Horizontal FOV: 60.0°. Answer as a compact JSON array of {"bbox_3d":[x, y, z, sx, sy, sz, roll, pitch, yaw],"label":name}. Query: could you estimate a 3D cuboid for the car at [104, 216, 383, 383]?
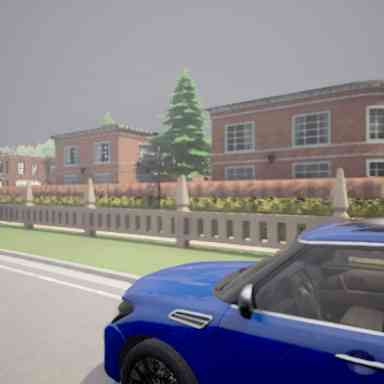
[{"bbox_3d":[1.707,1.220,2.776,5.566,2.045,2.150,-1,0,36],"label":"car"}]
